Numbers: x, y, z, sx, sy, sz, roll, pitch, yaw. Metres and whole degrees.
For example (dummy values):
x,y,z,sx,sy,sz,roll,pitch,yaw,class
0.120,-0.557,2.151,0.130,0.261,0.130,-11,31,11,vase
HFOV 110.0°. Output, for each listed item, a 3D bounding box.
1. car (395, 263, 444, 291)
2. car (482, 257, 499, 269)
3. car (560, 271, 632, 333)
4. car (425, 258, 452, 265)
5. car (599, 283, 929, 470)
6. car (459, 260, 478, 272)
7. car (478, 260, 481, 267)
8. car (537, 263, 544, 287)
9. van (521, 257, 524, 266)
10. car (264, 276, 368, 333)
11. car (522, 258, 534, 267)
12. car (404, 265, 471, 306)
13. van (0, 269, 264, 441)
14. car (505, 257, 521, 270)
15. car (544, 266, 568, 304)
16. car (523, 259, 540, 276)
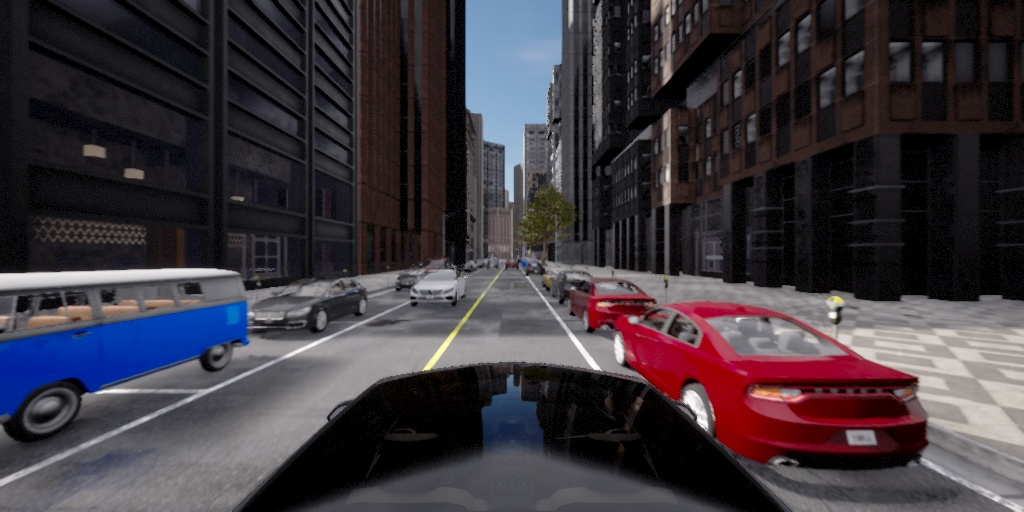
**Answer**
x,y,z,sx,sy,sz,roll,pitch,yaw,class
-5.764,1.328,21.908,2.007,1.370,4.403,0,0,0,car
-3.060,1.334,56.885,2.128,1.511,4.902,0,0,1,car
2.762,1.307,10.682,1.888,1.381,4.507,0,0,0,car
-5.765,1.101,27.526,2.192,1.841,5.009,0,0,0,car
2.762,1.300,5.064,1.888,1.381,4.507,0,0,0,car
-5.766,1.383,44.382,1.948,1.339,4.313,0,0,0,car
-5.767,1.353,49.831,1.751,1.417,4.829,0,0,0,car
2.761,1.304,22.089,1.751,1.417,4.829,0,0,0,car
2.758,1.181,55.628,1.690,1.789,3.998,0,0,0,van
-5.763,1.312,10.670,2.007,1.370,4.403,0,0,0,car
2.759,1.374,50.010,1.888,1.381,4.507,0,0,0,car
-3.101,1.294,15.900,1.812,1.442,4.674,0,0,0,car
-5.763,1.095,5.052,1.690,1.789,3.998,0,0,0,van
-0.003,1.193,56.543,2.097,1.767,4.553,0,0,0,car
2.762,1.320,16.294,2.007,1.370,4.403,0,0,0,car
2.349,1.330,37.210,1.812,1.442,4.674,0,0,0,car
